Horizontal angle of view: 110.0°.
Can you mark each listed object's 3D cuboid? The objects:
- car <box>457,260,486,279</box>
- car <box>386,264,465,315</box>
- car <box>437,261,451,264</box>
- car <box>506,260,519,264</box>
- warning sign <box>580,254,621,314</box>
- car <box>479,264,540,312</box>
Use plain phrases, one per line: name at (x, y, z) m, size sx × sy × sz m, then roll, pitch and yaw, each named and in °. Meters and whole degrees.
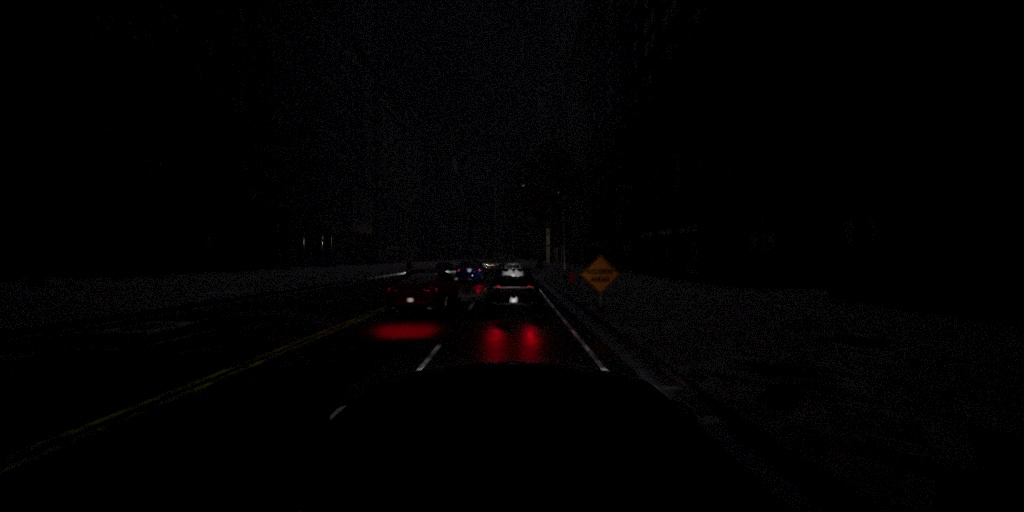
car at (-3.186, 1.125, 28.935) m, size 2.097 × 1.767 × 4.553 m, roll 0°, pitch 0°, yaw 0°
car at (-3.184, 1.238, 13.763) m, size 1.882 × 1.535 × 5.008 m, roll 0°, pitch 0°, yaw 0°
car at (-9.836, 1.365, 52.064) m, size 1.994 × 1.385 × 4.181 m, roll 0°, pitch 0°, yaw 0°
car at (0.070, 1.301, 30.279) m, size 1.812 × 1.442 × 4.674 m, roll 0°, pitch 0°, yaw 0°
warning sign at (2.848, 0.873, 11.579) m, size 1.300 × 1.860 × 1.060 m, roll 0°, pitch 0°, yaw 0°
car at (0.069, 1.252, 14.254) m, size 2.128 × 1.511 × 4.902 m, roll 0°, pitch 0°, yaw 0°
